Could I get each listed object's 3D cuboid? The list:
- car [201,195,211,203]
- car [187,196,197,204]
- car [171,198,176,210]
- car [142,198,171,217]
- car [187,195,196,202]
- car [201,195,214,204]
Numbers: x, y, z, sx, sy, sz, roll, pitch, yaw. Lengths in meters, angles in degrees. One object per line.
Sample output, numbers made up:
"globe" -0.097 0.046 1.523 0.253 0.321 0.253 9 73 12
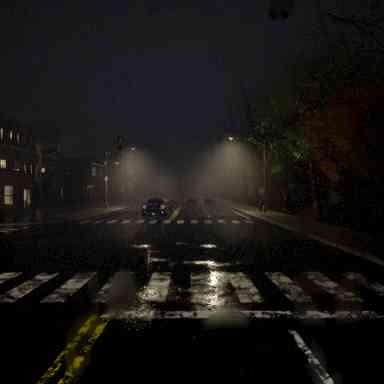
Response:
"car" 3.072 1.495 73.222 2.128 1.511 4.902 0 0 0
"car" -0.057 1.577 64.460 1.895 1.301 4.718 0 0 0
"car" -3.449 1.550 41.544 1.994 1.385 4.181 0 0 0
"car" -3.426 1.342 31.534 2.097 1.767 4.553 0 0 0
"car" -0.168 1.511 74.659 2.033 1.411 5.357 0 0 0
"car" 3.199 1.577 63.217 1.895 1.301 4.718 0 0 0
